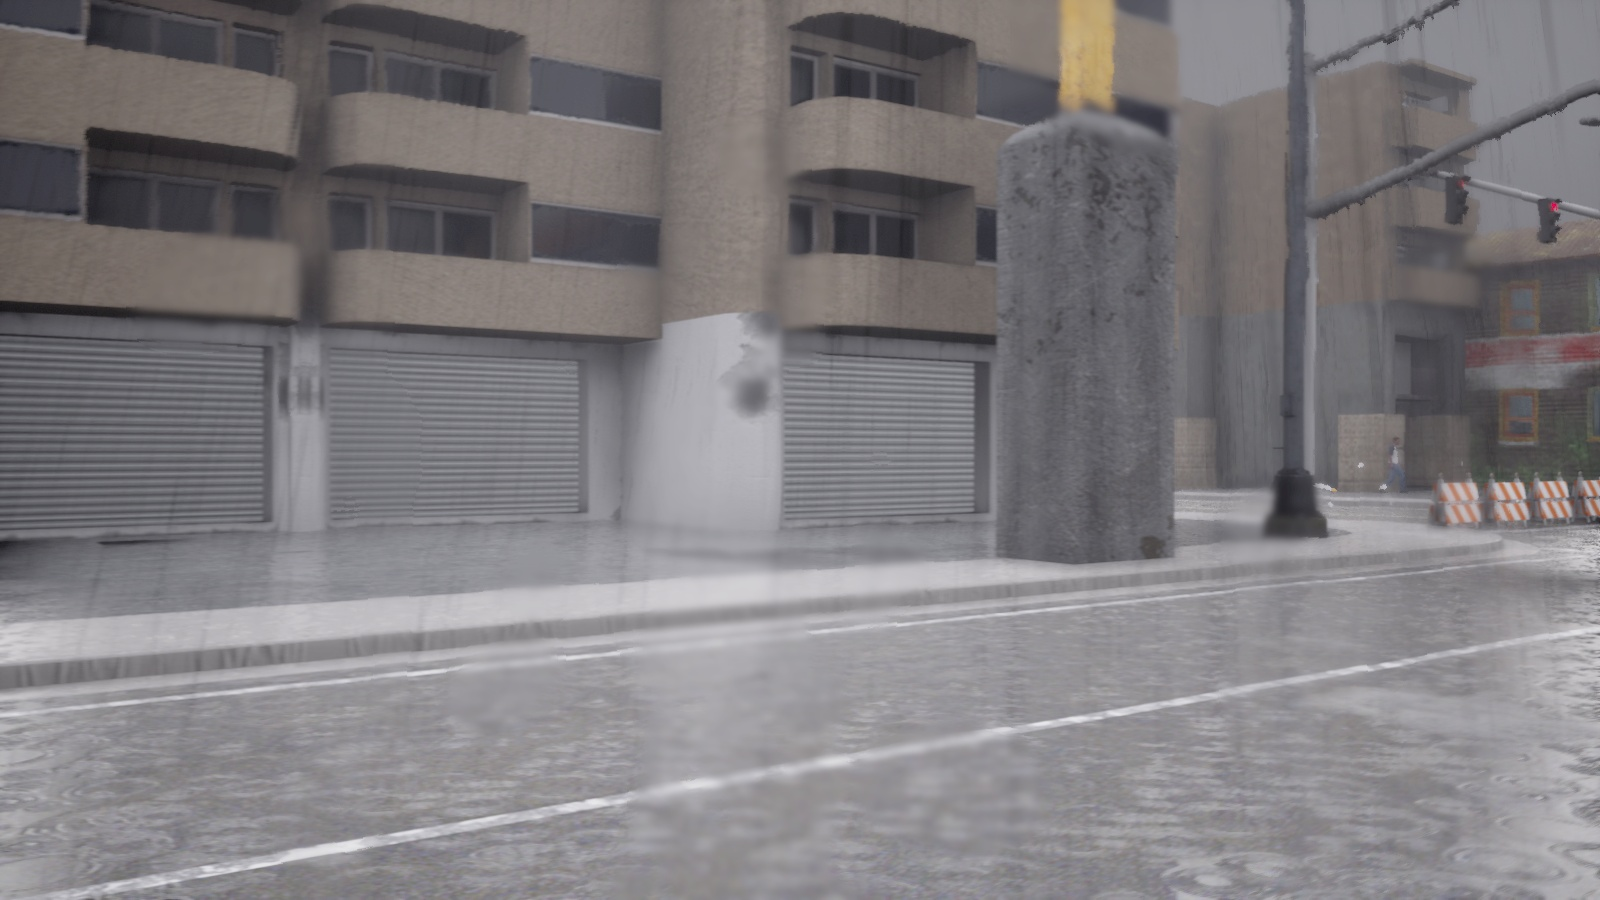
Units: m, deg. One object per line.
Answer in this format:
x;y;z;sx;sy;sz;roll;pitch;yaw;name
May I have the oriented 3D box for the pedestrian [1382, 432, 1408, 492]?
18.488;0.364;39.021;0.706;1.836;0.354;0;0;25;pedestrian
